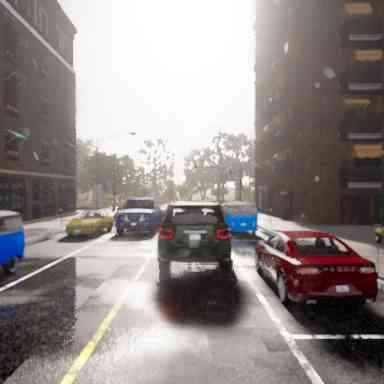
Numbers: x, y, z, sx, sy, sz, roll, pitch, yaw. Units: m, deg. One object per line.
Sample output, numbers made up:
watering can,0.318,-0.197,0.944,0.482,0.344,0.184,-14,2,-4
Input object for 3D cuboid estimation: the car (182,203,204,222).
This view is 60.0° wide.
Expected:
car,0.093,1.725,29.162,1.812,1.442,4.674,0,-1,0

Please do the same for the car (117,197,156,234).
car,-3.095,1.362,20.395,2.150,2.045,5.566,0,0,0

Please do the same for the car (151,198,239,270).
car,0.080,1.302,11.480,2.150,2.045,5.566,0,0,0

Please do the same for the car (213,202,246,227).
car,2.678,1.610,24.727,1.967,1.590,4.097,-1,0,0

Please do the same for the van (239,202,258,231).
van,2.675,1.474,19.204,1.690,1.788,3.998,-1,0,0

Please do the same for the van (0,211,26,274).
van,-5.706,1.398,8.108,1.690,1.788,3.998,-1,0,0

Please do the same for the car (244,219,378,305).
car,2.677,1.602,8.154,1.887,1.381,4.507,-1,0,0

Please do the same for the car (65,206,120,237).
car,-5.700,1.657,18.985,1.752,1.417,4.829,-1,0,0

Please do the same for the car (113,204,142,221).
car,-5.795,1.789,30.197,1.802,1.307,4.206,-1,0,0
